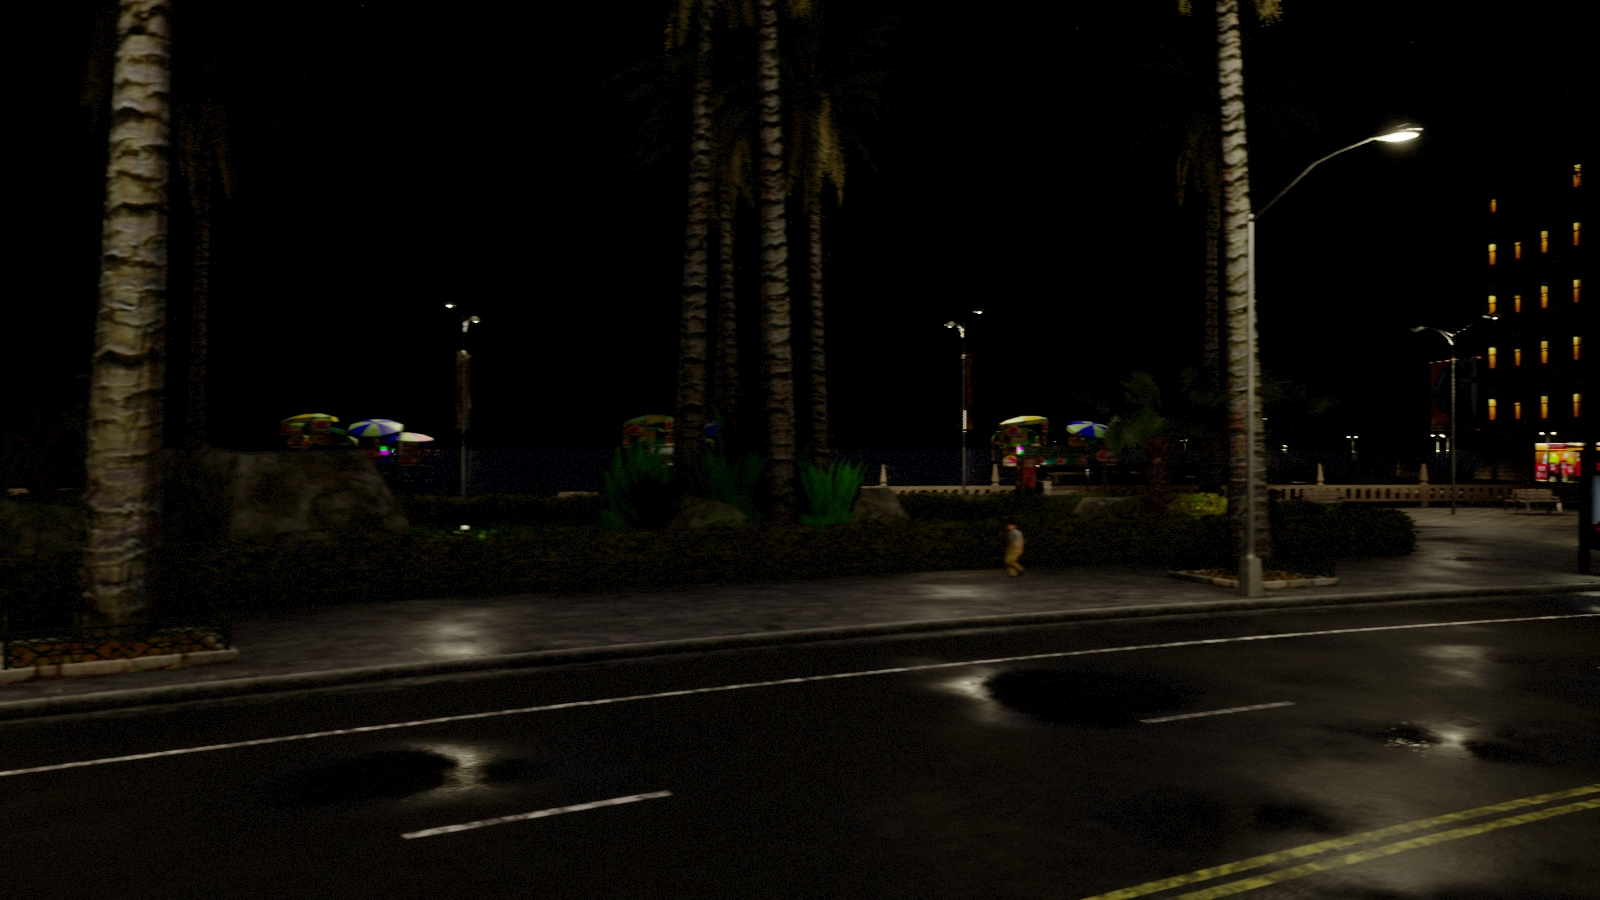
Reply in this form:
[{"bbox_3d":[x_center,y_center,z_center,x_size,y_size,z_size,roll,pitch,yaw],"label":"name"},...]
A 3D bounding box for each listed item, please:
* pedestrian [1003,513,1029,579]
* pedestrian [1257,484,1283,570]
[{"bbox_3d":[4.445,1.970,23.512,0.375,1.300,0.375,0,0,-32],"label":"pedestrian"},{"bbox_3d":[10.326,1.691,25.089,0.375,1.860,0.375,0,0,-12],"label":"pedestrian"}]
